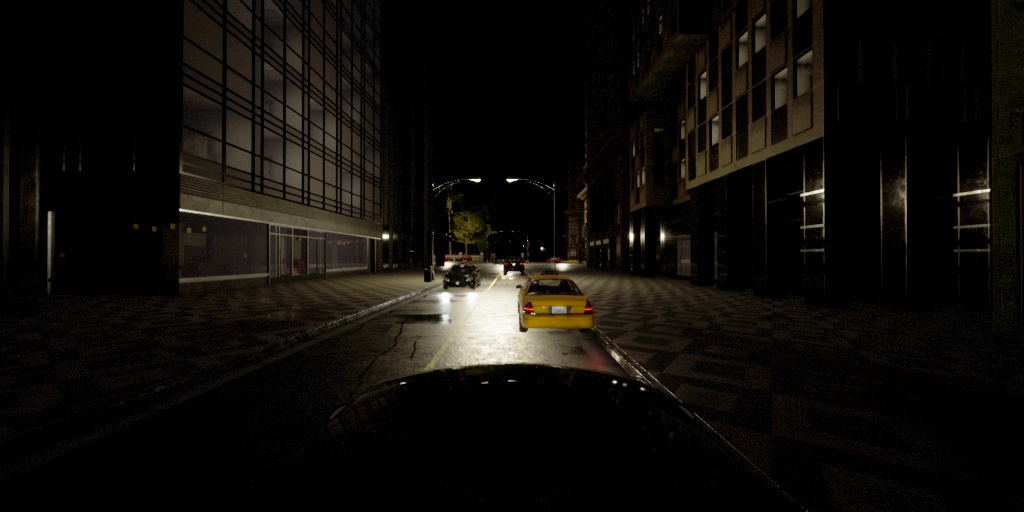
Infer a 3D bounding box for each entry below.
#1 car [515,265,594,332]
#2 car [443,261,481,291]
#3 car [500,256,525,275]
[{"bbox_3d":[1.089,1.206,10.740,1.801,1.575,5.366,0,0,0],"label":"car"},{"bbox_3d":[-3.011,1.257,22.232,1.837,1.490,4.892,0,0,0],"label":"car"},{"bbox_3d":[0.233,0.975,38.290,2.150,2.045,5.566,0,0,1],"label":"car"}]
